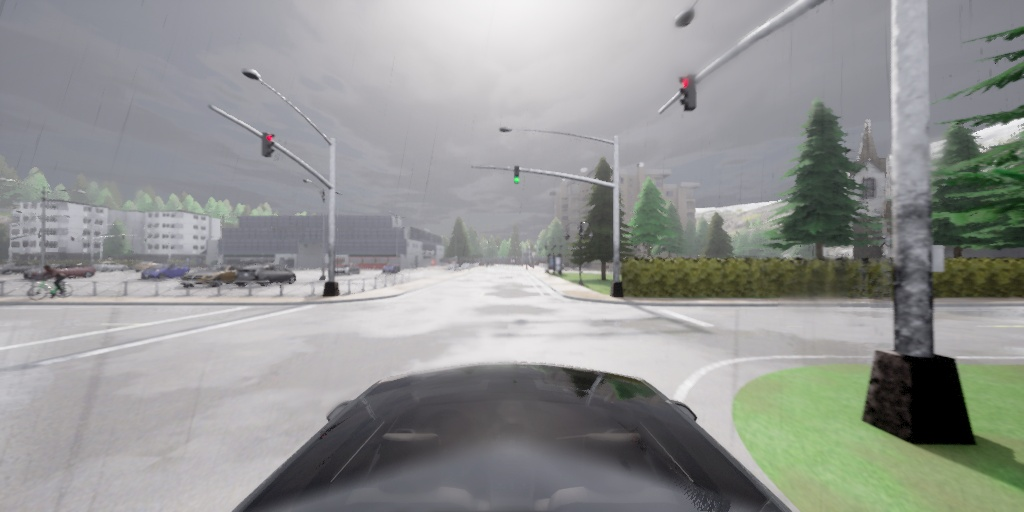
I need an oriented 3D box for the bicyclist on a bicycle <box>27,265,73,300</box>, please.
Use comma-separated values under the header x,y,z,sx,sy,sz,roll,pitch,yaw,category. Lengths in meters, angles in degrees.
x,y,z,sx,sy,sz,roll,pitch,yaw,category
-21.793,1.241,16.956,0.582,1.620,1.656,0,0,1,bicyclist on a bicycle
